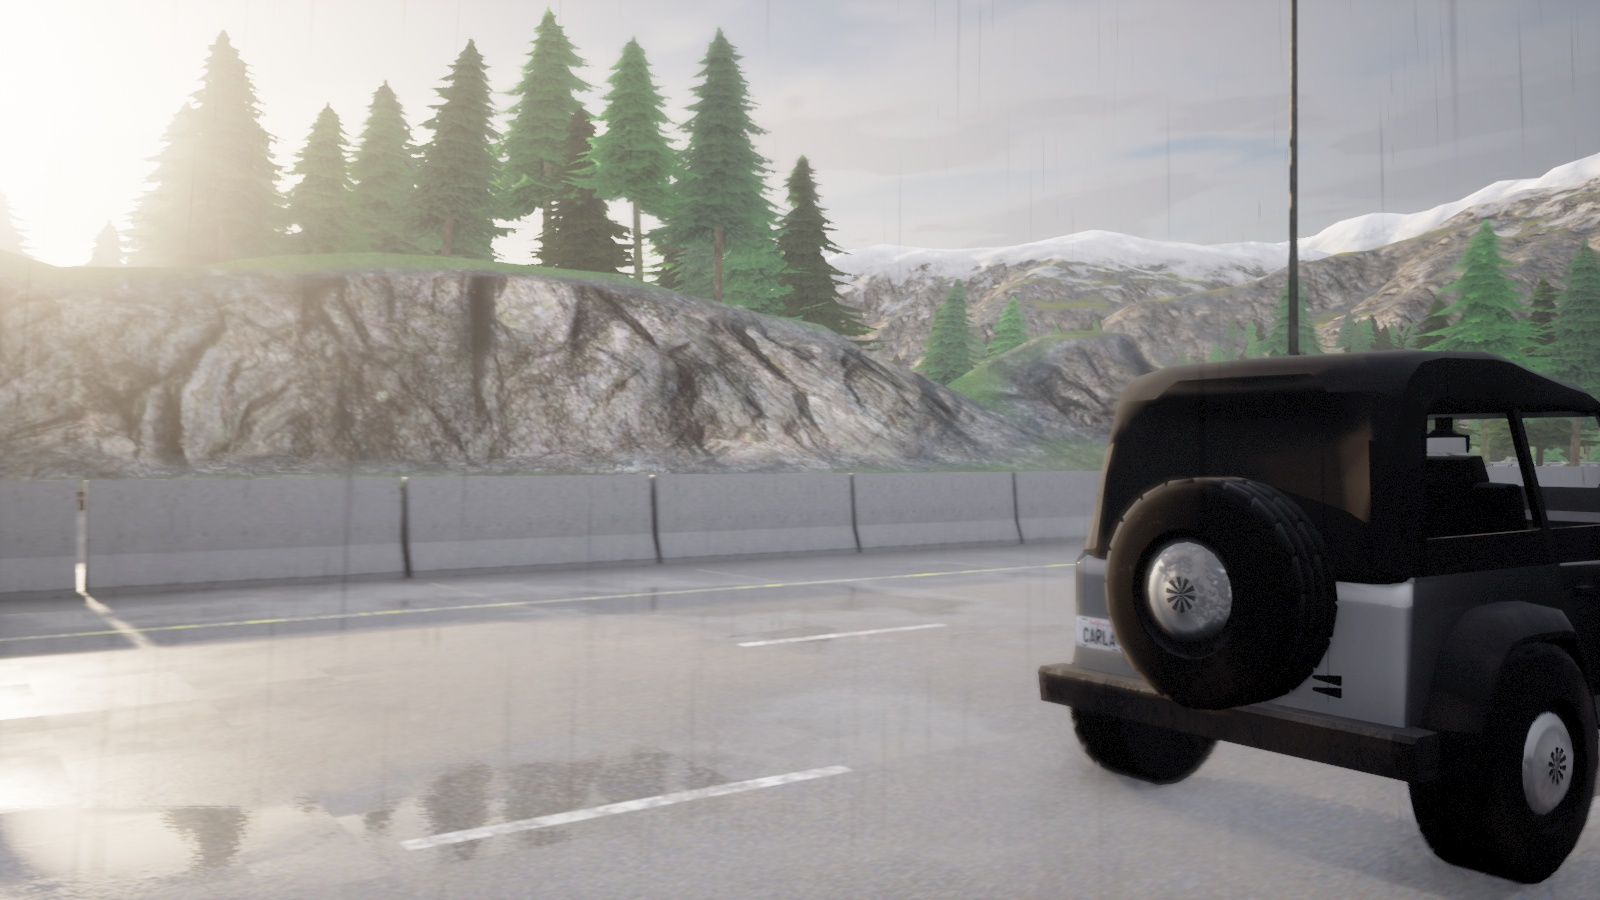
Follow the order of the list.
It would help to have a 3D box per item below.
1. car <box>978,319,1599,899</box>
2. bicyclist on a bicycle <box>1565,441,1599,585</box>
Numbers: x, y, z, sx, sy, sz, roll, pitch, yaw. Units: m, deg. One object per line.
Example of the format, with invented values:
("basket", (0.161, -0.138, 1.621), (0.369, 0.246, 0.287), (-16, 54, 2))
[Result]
("car", (2.891, 0.548, 5.672), (3.866, 1.878, 1.905), (0, 0, -35))
("bicyclist on a bicycle", (9.608, 0.713, 14.611), (1.656, 1.620, 0.582), (0, 0, -35))
